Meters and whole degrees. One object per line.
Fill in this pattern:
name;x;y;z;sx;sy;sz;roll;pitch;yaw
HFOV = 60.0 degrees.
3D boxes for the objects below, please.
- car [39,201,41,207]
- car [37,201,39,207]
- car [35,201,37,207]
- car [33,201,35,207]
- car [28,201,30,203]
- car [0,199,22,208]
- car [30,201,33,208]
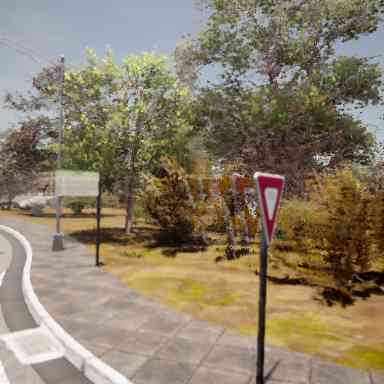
car;-39.153;3.242;78.652;4.792;1.488;2.163;2;-3;-18
car;-38.258;3.127;76.046;4.674;1.452;2.002;2;-3;-18
car;-37.399;2.999;73.432;4.674;1.452;2.002;2;-3;-18
car;-36.558;2.704;70.813;4.553;1.767;2.185;2;-3;-18
car;-33.911;2.443;62.988;4.792;1.488;2.163;2;-3;-18
car;-31.354;1.968;55.149;4.892;1.521;2.231;2;-4;-18
car;-34.980;2.546;65.540;5.366;1.575;1.946;2;-3;-18
